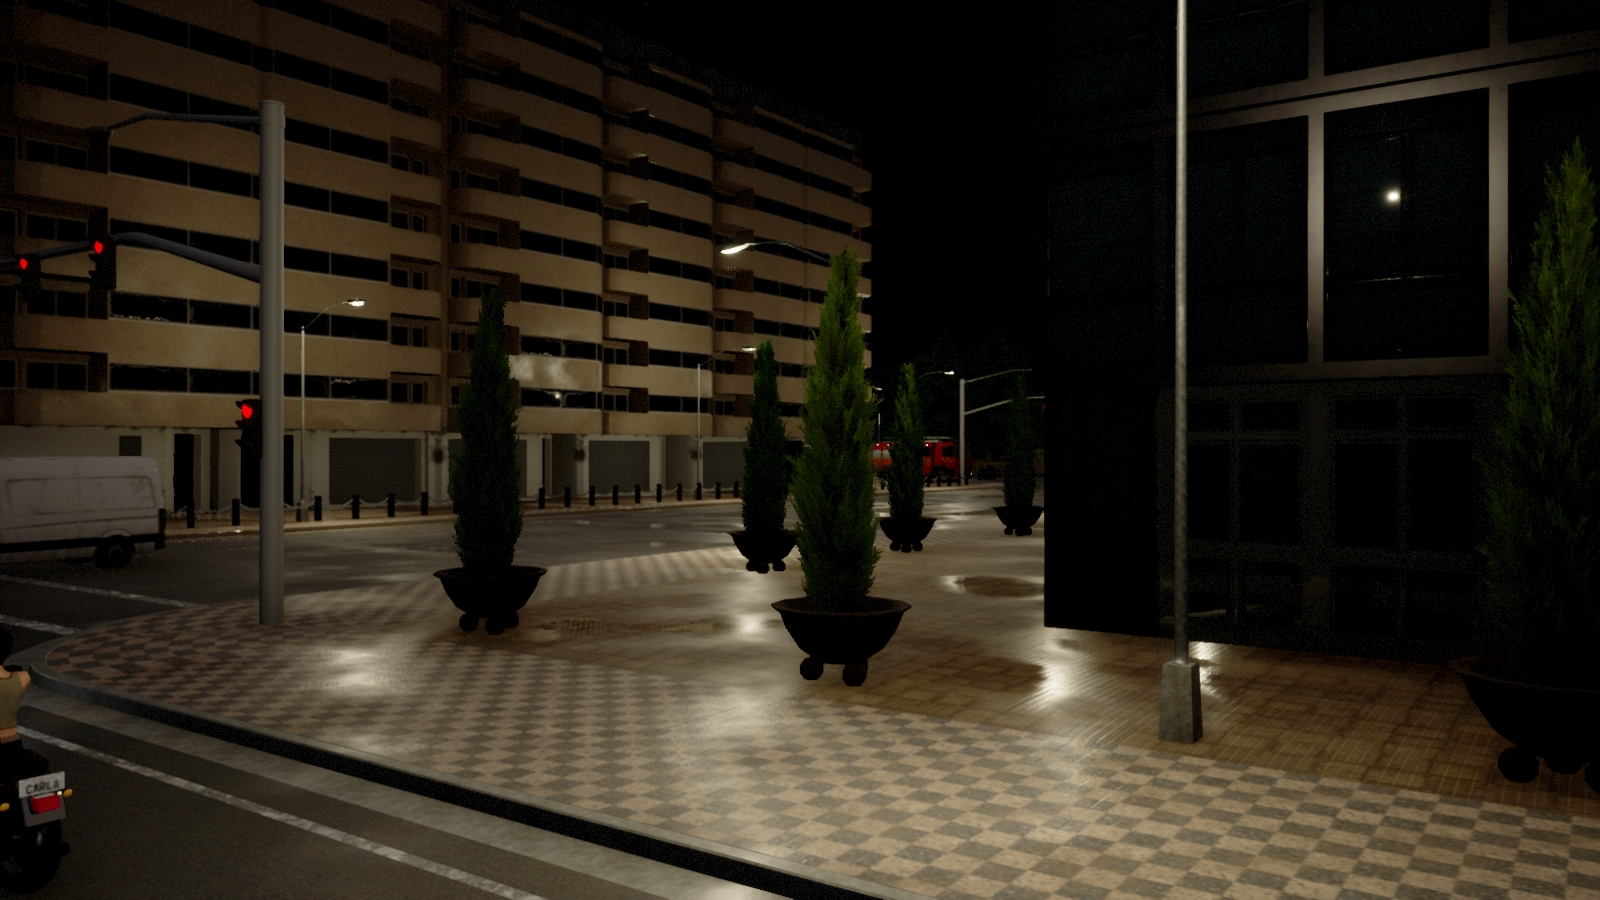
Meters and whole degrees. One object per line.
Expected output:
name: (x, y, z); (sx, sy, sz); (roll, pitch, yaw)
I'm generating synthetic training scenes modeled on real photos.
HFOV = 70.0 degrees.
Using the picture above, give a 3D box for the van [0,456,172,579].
van: (-17.309, 1.428, 25.072); (1.988, 2.561, 5.915); (0, 0, 34)

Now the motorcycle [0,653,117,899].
motorcycle: (-5.562, 2.136, 7.682); (2.356, 1.307, 0.764); (0, 0, 35)
